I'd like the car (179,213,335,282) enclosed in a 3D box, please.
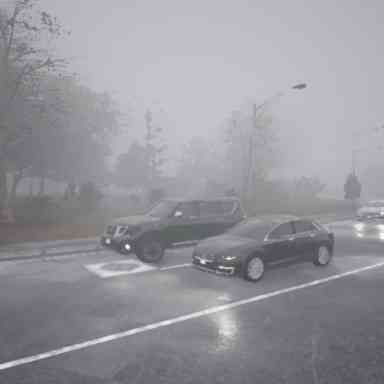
[{"bbox_3d":[2.254,1.484,9.797,4.892,1.490,1.837,-1,0,-35],"label":"car"}]

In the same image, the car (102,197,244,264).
[{"bbox_3d":[-0.412,1.207,12.193,5.566,2.045,2.150,0,0,-35],"label":"car"}]

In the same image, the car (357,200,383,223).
[{"bbox_3d":[13.362,1.327,23.725,1.812,1.442,4.674,0,1,44],"label":"car"}]
